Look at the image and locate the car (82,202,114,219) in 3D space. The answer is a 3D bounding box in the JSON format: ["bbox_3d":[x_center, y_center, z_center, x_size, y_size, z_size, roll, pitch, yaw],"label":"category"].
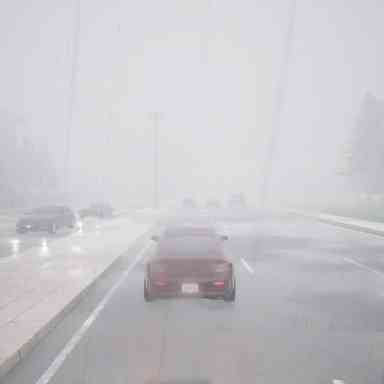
[{"bbox_3d":[-8.284,1.601,29.124,1.895,1.301,4.718,0,0,0],"label":"car"}]

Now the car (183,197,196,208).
[{"bbox_3d":[-0.442,1.505,49.194,1.837,1.490,4.892,0,0,-1],"label":"car"}]

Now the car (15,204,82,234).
[{"bbox_3d":[-8.246,1.505,19.180,1.837,1.490,4.892,0,0,0],"label":"car"}]

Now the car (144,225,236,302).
[{"bbox_3d":[-0.057,1.526,8.148,1.812,1.442,4.674,0,0,-1],"label":"car"}]

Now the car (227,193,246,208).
[{"bbox_3d":[6.558,1.221,49.221,2.150,2.045,5.566,0,0,-1],"label":"car"}]

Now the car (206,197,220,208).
[{"bbox_3d":[3.058,1.525,49.235,1.812,1.442,4.674,0,0,-1],"label":"car"}]
